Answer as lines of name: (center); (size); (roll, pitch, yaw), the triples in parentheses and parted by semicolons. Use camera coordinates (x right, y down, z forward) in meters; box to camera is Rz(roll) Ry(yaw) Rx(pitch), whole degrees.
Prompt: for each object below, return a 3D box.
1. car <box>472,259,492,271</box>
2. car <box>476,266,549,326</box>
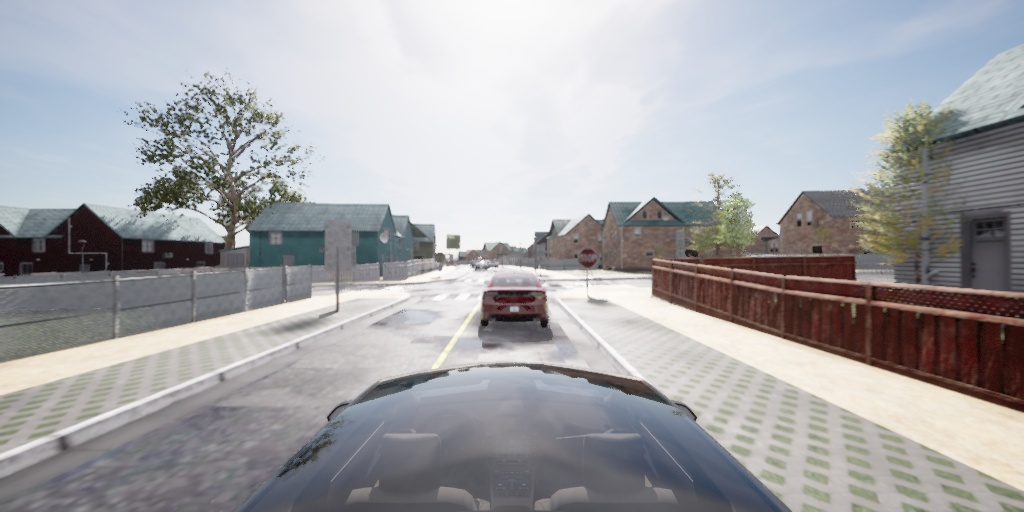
car: (-4.387, 1.360, 51.270); (2.128, 1.511, 4.902); (0, 0, -6)
car: (0.074, 1.222, 11.615); (1.882, 1.535, 5.008); (0, 0, 0)
